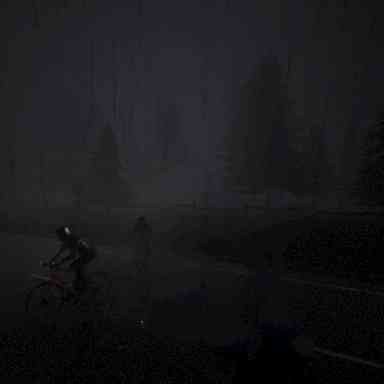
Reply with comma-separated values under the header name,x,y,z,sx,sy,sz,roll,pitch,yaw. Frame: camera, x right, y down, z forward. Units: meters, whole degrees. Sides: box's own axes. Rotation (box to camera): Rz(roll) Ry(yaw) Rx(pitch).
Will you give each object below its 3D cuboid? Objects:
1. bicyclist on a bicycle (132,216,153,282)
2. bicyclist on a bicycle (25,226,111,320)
name,x,y,z,sx,sy,sz,roll,pitch,yaw
bicyclist on a bicycle,-1.304,1.450,8.822,0.582,1.620,1.656,0,2,1
bicyclist on a bicycle,-2.246,1.453,6.210,1.656,1.620,0.582,-1,1,-43
